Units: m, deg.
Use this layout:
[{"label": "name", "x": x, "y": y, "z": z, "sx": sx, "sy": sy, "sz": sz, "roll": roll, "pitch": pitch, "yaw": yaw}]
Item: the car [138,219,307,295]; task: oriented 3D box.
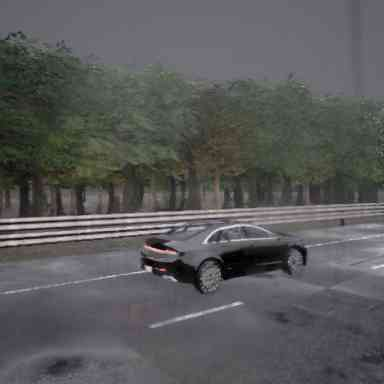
[{"label": "car", "x": 1.013, "y": 1.480, "z": 8.752, "sx": 4.902, "sy": 1.511, "sz": 2.128, "roll": 0, "pitch": 0, "yaw": -35}]
